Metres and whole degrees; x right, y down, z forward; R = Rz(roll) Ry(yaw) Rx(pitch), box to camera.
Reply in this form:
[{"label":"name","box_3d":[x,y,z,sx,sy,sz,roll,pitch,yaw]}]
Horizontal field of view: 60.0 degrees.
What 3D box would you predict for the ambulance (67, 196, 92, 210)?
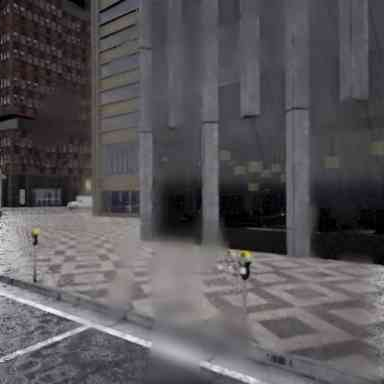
[{"label":"ambulance","box_3d":[-20.163,2.030,62.418,2.351,2.431,6.366,0,-1,35]}]
